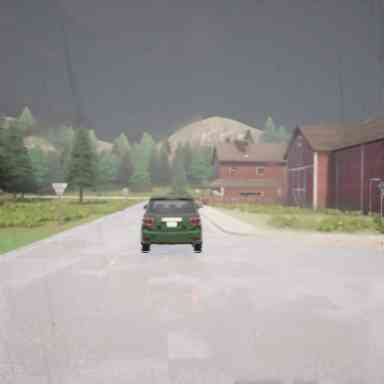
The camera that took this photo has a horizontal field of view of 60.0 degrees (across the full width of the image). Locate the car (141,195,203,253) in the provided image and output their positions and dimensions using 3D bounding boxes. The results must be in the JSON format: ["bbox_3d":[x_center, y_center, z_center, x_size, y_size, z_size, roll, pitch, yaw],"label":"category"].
[{"bbox_3d":[-0.807,1.139,13.441,2.150,2.045,5.566,0,0,-3],"label":"car"}]

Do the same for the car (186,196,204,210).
[{"bbox_3d":[0.351,1.391,43.371,1.816,1.474,4.193,-5,1,-6],"label":"car"}]
